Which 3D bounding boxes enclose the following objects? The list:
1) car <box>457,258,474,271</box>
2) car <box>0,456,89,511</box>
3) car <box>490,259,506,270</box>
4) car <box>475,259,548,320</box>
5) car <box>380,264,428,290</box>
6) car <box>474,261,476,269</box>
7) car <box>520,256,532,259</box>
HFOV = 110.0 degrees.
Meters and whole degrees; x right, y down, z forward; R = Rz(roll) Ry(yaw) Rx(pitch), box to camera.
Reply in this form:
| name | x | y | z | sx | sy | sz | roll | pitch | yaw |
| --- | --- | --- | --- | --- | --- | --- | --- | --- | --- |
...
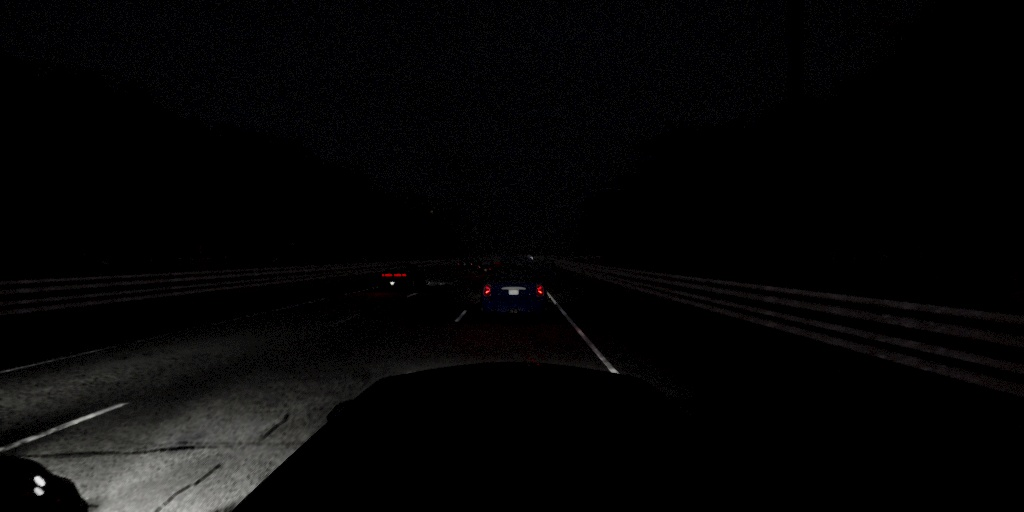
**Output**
| name | x | y | z | sx | sy | sz | roll | pitch | yaw |
| --- | --- | --- | --- | --- | --- | --- | --- | --- | --- |
| car | -5.828 | 1.053 | 47.474 | 2.097 | 1.767 | 4.553 | 0 | 0 | 3 |
| car | -3.392 | 1.312 | 0.247 | 1.994 | 1.385 | 4.181 | 0 | 0 | 0 |
| car | -2.058 | 1.172 | 52.433 | 1.882 | 1.535 | 5.008 | 0 | 0 | 3 |
| car | 0.075 | 1.099 | 12.790 | 2.097 | 1.767 | 4.553 | 0 | 0 | 1 |
| car | -6.682 | 1.241 | 22.596 | 1.837 | 1.490 | 4.892 | 0 | 0 | 1 |
| car | -2.658 | 1.243 | 39.127 | 1.812 | 1.442 | 4.674 | 0 | 0 | 2 |
| car | 1.926 | 1.163 | 62.687 | 2.128 | 1.511 | 4.902 | 0 | 0 | 4 |
